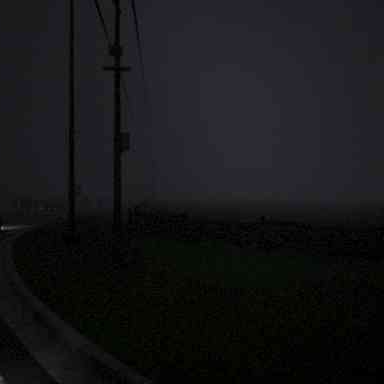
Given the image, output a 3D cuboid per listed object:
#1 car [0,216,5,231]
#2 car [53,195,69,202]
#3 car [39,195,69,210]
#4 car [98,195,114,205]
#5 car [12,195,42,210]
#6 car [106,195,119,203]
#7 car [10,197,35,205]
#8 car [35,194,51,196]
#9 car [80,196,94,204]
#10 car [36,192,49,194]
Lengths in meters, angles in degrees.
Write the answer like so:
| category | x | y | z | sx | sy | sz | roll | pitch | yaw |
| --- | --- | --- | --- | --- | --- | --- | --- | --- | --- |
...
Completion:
| category | x | y | z | sx | sy | sz | roll | pitch | yaw |
| --- | --- | --- | --- | --- | --- | --- | --- | --- | --- |
| car | -11.459 | 1.547 | 17.102 | 2.033 | 1.411 | 5.357 | 0 | 0 | -12 |
| car | -27.211 | 1.386 | 69.127 | 1.994 | 1.385 | 4.181 | 0 | 0 | -5 |
| car | -17.636 | 1.527 | 43.026 | 1.812 | 1.442 | 4.674 | 0 | 0 | -5 |
| car | -15.722 | 1.528 | 60.111 | 1.812 | 1.442 | 4.674 | 0 | 0 | -5 |
| car | -21.105 | 1.502 | 42.542 | 1.837 | 1.490 | 4.892 | 0 | -1 | -5 |
| car | -16.794 | 1.503 | 70.502 | 1.837 | 1.490 | 4.892 | 0 | 0 | -5 |
| car | -29.724 | 1.548 | 58.427 | 2.033 | 1.411 | 5.357 | 0 | 0 | -5 |
| car | -26.287 | 1.526 | 59.262 | 1.812 | 1.442 | 4.674 | 0 | 0 | -5 |
| car | -19.477 | 1.509 | 61.861 | 1.837 | 1.490 | 4.892 | 0 | 1 | -5 |
| car | -30.698 | 1.058 | 68.831 | 2.150 | 2.045 | 5.566 | 0 | 0 | -5 |
